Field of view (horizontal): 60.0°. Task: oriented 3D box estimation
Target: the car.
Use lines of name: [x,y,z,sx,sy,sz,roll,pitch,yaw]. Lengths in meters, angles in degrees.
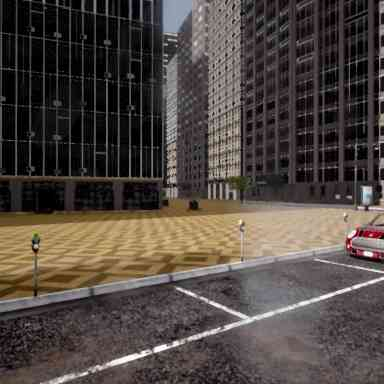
car: [7.205,1.436,11.691,4.097,1.590,1.967,0,0,-35]
